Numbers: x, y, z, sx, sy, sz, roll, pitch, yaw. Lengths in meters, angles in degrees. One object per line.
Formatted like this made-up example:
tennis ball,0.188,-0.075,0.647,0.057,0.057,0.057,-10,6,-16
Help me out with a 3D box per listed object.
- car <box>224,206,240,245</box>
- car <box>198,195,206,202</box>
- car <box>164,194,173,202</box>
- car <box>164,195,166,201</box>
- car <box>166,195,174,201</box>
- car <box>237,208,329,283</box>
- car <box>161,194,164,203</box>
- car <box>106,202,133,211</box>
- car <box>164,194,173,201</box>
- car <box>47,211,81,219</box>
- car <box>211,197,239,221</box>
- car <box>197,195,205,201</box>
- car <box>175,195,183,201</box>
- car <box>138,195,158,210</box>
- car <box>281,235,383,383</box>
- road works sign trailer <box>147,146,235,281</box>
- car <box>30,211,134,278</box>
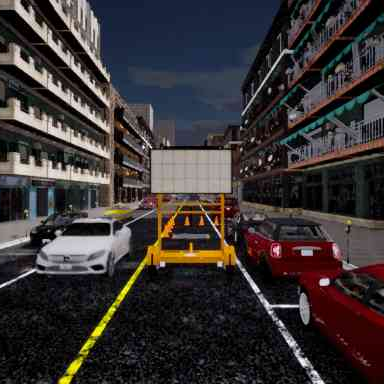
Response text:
car,2.651,1.550,15.300,2.008,1.369,4.403,0,0,0
car,2.480,1.503,77.471,1.752,1.417,4.829,0,0,0
car,-5.899,1.292,77.282,2.192,1.841,5.009,0,0,0
car,-5.839,1.570,54.736,1.802,1.307,4.206,0,0,0
car,-5.931,1.516,88.555,1.887,1.381,4.507,0,0,0
car,2.667,1.440,9.664,1.967,1.590,4.097,0,0,0
car,-5.822,1.305,49.100,2.192,1.841,5.009,0,0,0
car,-5.760,1.523,26.383,1.752,1.417,4.829,0,0,0
car,-5.915,1.415,82.917,1.967,1.590,4.097,0,0,0
car,-5.730,1.565,15.280,1.947,1.339,4.313,0,0,0
car,2.621,1.312,26.573,2.192,1.841,5.009,0,0,0
car,2.449,1.516,88.573,1.887,1.381,4.507,0,0,0
car,-3.232,1.465,84.783,2.128,1.511,4.902,0,0,0
car,-5.807,1.432,43.464,1.967,1.590,4.097,0,0,0
car,2.682,1.545,4.028,1.887,1.381,4.507,0,0,0
road works sign trailer,-0.025,0.464,9.789,2.380,3.560,2.880,0,0,0
car,-3.027,1.526,10.295,1.812,1.442,4.674,0,0,0
